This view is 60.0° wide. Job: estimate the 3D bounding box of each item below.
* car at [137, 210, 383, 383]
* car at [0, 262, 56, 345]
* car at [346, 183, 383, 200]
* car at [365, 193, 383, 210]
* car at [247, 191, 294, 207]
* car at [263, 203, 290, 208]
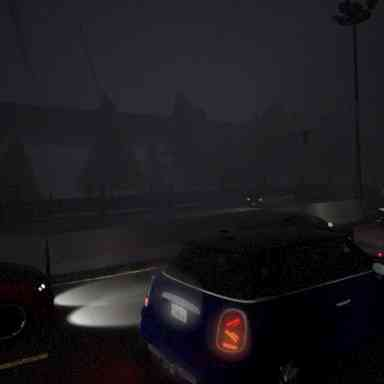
[{"bbox_3d":[1.581,1.313,4.907,4.553,1.767,2.097,-1,1,-36],"label":"car"},{"bbox_3d":[-4.314,1.565,4.975,4.181,1.385,1.994,0,0,-35],"label":"car"},{"bbox_3d":[17.753,-0.023,34.166,4.902,1.511,2.128,-4,2,-36],"label":"car"},{"bbox_3d":[10.679,0.865,15.816,4.902,1.511,2.128,-4,2,-36],"label":"car"},{"bbox_3d":[7.289,0.650,30.899,4.718,1.301,1.895,-4,2,-36],"label":"car"},{"bbox_3d":[3.058,1.321,10.295,5.008,1.535,1.882,-3,1,-36],"label":"car"}]
